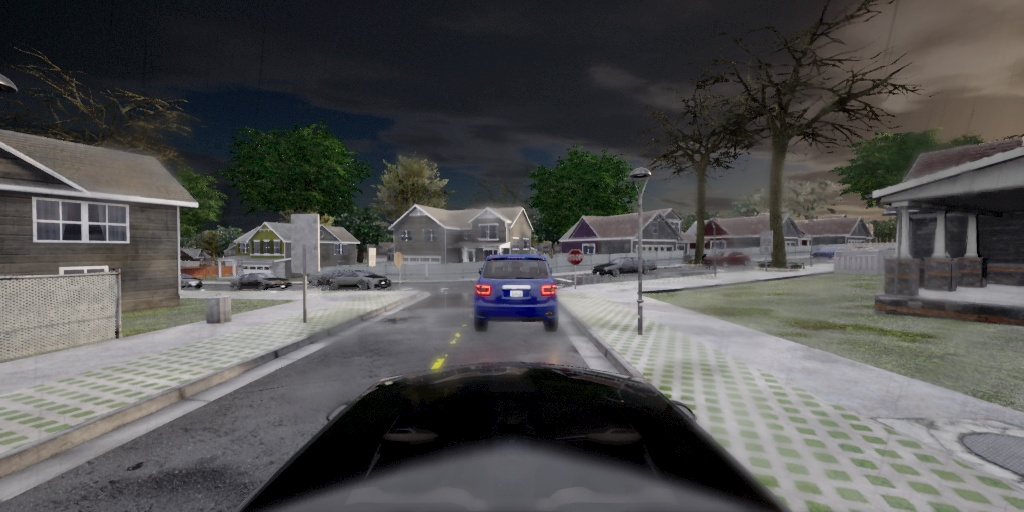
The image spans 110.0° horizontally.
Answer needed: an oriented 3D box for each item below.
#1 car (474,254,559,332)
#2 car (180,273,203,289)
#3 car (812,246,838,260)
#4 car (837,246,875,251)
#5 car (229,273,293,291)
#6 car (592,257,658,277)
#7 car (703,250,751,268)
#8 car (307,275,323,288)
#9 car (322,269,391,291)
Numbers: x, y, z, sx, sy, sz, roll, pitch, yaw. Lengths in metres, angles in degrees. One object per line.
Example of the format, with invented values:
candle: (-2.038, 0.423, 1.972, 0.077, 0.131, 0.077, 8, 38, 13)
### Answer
car: (0.116, 0.968, 11.021, 2.150, 2.045, 5.566, 0, 0, 0)
car: (-30.582, 2.362, 32.848, 4.902, 1.511, 2.128, -2, 0, 22)
car: (36.876, -0.395, 41.401, 5.008, 1.535, 1.882, -2, 2, -25)
car: (38.051, -0.273, 38.754, 5.357, 1.411, 2.033, -2, 2, -26)
car: (-20.115, 2.044, 28.617, 5.357, 1.411, 2.033, -2, 0, 22)
car: (8.996, 0.808, 28.466, 5.357, 1.411, 2.033, -3, 2, -23)
car: (20.196, 0.251, 33.645, 5.008, 1.535, 1.882, -2, 2, -25)
car: (-14.173, 1.810, 29.316, 5.357, 1.411, 2.033, -2, 0, 23)
car: (-10.533, 1.699, 24.827, 4.181, 1.385, 1.994, -2, 0, 21)
